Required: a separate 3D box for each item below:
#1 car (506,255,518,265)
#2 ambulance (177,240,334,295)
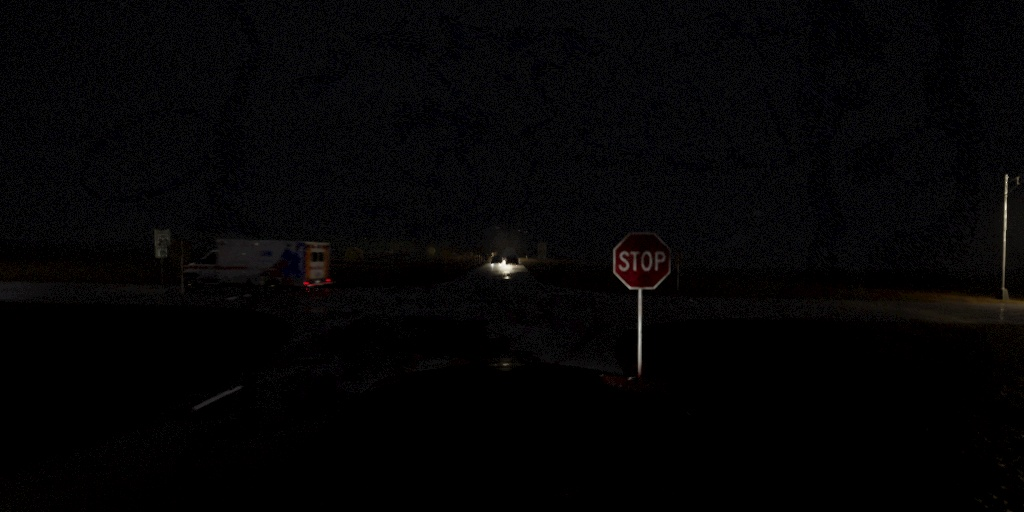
[{"bbox_3d":[0.005,0.571,60.825,2.097,1.767,4.553,0,1,0],"label":"car"},{"bbox_3d":[-12.202,0.486,17.232,6.366,2.431,2.351,1,0,0],"label":"ambulance"}]
